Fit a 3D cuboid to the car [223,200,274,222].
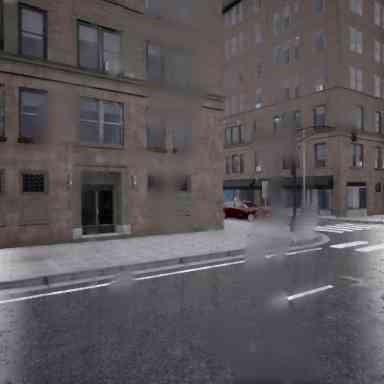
[{"bbox_3d":[4.023,1.411,25.566,1.882,1.535,5.008,-1,1,-35],"label":"car"}]
